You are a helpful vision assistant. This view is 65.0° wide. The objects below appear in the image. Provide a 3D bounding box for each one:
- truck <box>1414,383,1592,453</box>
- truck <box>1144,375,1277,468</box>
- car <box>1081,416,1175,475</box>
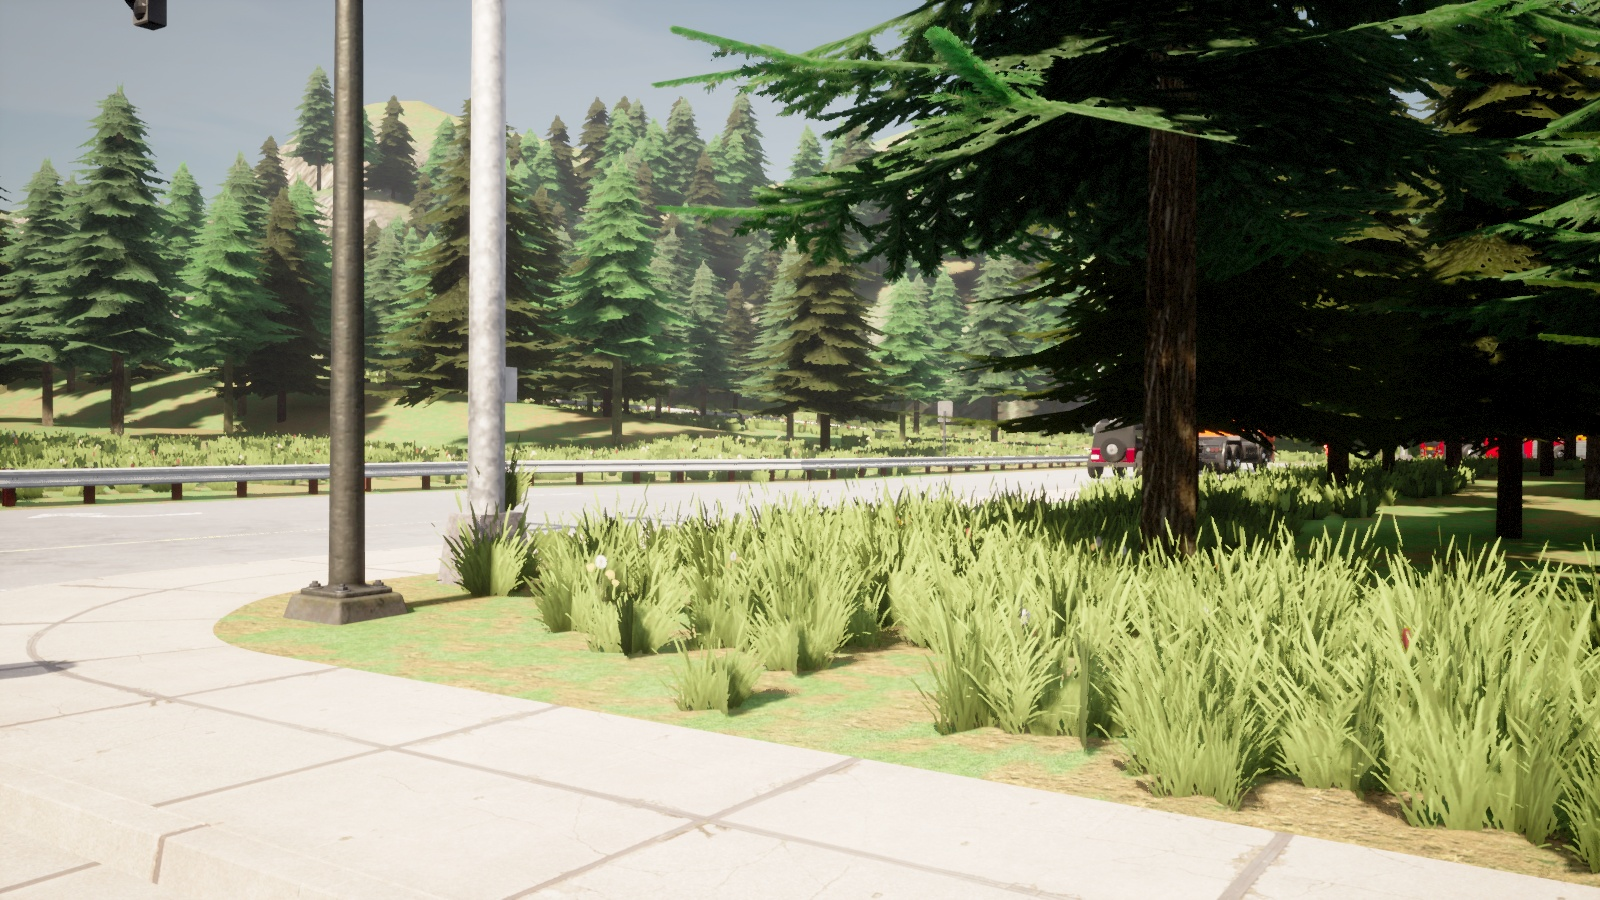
[{"bbox_3d":[39.904,-1.797,71.496,8.468,3.827,2.891,0,1,2],"label":"truck"},{"bbox_3d":[16.632,-1.117,50.478,2.891,3.462,7.936,0,1,35],"label":"truck"},{"bbox_3d":[11.144,-0.181,42.538,1.905,1.878,3.866,0,1,34],"label":"car"}]
